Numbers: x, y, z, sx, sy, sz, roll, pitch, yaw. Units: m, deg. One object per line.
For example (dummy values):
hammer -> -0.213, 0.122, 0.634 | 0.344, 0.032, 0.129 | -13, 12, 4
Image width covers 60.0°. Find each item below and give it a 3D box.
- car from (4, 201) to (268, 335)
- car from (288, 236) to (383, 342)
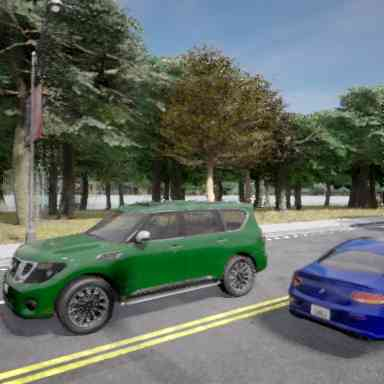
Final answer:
car -> -0.812, 1.238, 7.102 | 5.566, 2.045, 2.150 | 0, 0, -36
car -> 3.705, 1.558, 6.088 | 4.674, 1.442, 1.812 | 0, 0, -36
